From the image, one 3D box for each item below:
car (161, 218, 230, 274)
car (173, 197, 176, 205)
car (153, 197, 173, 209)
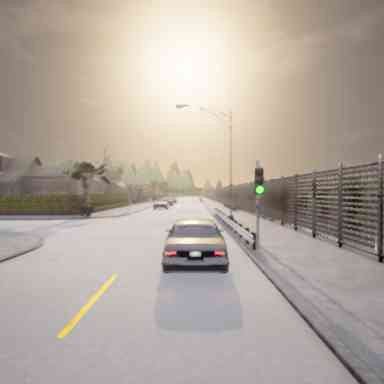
[{"bbox_3d":[0.089,1.552,10.575,2.033,1.411,5.357,0,0,0],"label":"car"},{"bbox_3d":[-4.055,1.502,54.691,1.882,1.535,5.008,0,0,0],"label":"car"},{"bbox_3d":[-4.090,1.567,44.847,2.033,1.411,5.357,0,0,0],"label":"car"}]
